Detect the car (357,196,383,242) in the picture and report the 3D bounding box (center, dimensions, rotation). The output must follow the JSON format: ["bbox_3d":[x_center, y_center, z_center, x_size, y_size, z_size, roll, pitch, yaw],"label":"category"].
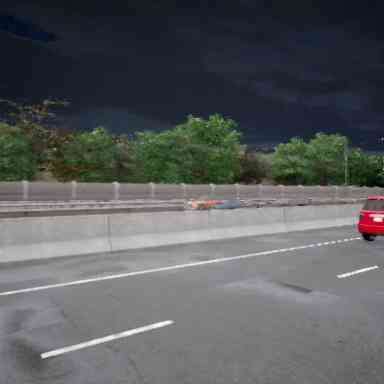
[{"bbox_3d":[9.798,1.218,15.194,5.566,2.045,2.150,0,0,-36],"label":"car"}]

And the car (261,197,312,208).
[{"bbox_3d":[7.572,1.127,26.527,5.008,1.535,1.882,0,0,-36],"label":"car"}]

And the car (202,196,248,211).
[{"bbox_3d":[3.480,1.355,32.207,4.181,1.385,1.994,0,0,-36],"label":"car"}]

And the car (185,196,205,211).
[{"bbox_3d":[1.459,1.159,35.064,4.553,1.767,2.097,0,0,-36],"label":"car"}]
